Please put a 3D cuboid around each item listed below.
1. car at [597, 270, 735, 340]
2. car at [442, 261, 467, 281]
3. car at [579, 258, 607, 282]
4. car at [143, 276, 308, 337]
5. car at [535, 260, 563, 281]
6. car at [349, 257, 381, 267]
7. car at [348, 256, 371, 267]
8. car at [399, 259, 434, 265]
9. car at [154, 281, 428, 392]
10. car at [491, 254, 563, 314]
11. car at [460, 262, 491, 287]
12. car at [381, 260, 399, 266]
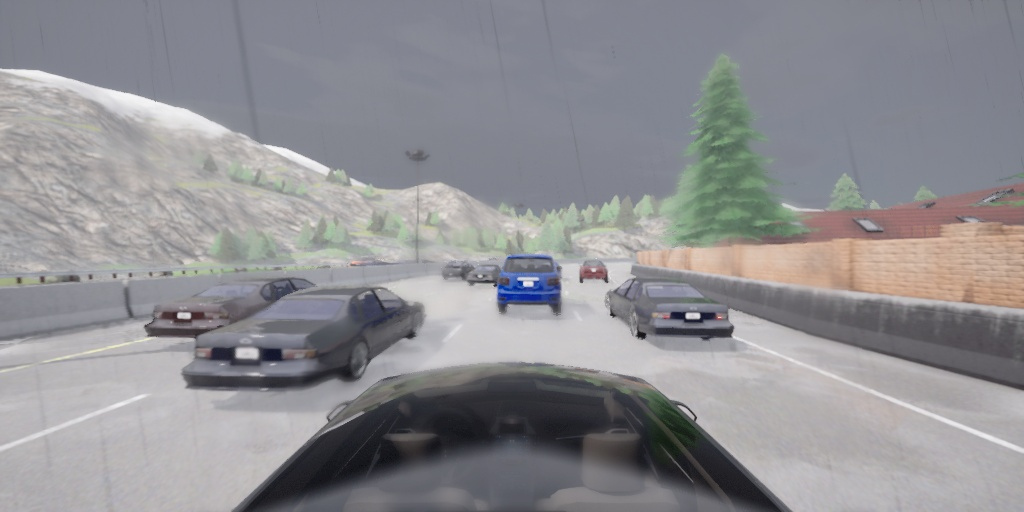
[{"bbox_3d":[3.943,1.291,9.994,2.033,1.411,5.357,0,0,4],"label":"car"},{"bbox_3d":[-4.136,1.174,29.267,2.128,1.511,4.902,0,0,11],"label":"car"},{"bbox_3d":[6.348,1.064,28.163,2.097,1.767,4.553,0,0,11],"label":"car"},{"bbox_3d":[-6.580,1.264,9.863,2.033,1.411,5.357,0,0,3],"label":"car"},{"bbox_3d":[3.186,1.177,30.223,1.882,1.535,5.008,0,0,11],"label":"car"},{"bbox_3d":[-18.206,1.157,46.817,2.033,1.411,5.357,0,0,16],"label":"car"},{"bbox_3d":[-20.798,0.947,50.278,2.097,1.767,4.553,0,0,17],"label":"car"},{"bbox_3d":[-11.510,1.109,44.644,1.882,1.535,5.008,0,0,16],"label":"car"},{"bbox_3d":[-3.235,1.278,7.036,2.033,1.411,5.357,0,0,2],"label":"car"},{"bbox_3d":[0.741,0.949,13.788,2.150,2.045,5.566,0,0,5],"label":"car"},{"bbox_3d":[-1.526,1.248,24.020,2.033,1.411,5.357,0,0,9],"label":"car"},{"bbox_3d":[-14.388,1.166,47.401,2.033,1.411,5.357,0,0,16],"label":"car"}]
